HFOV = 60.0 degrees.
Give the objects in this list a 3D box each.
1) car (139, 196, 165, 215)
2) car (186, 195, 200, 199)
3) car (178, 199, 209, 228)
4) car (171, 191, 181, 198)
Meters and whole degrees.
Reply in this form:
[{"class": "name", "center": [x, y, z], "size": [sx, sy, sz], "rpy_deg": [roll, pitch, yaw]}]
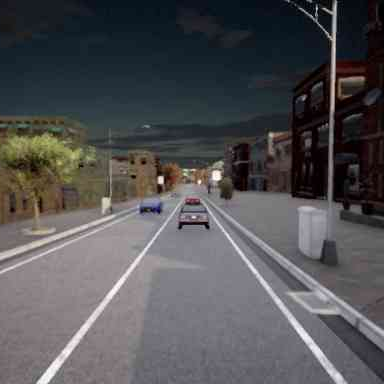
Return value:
[{"class": "car", "center": [-3.595, 1.189, 30.288], "size": [1.882, 1.535, 5.008], "rpy_deg": [0, 1, 0]}, {"class": "car", "center": [0.101, 1.090, 42.939], "size": [1.895, 1.301, 4.718], "rpy_deg": [0, 1, 0]}, {"class": "car", "center": [0.099, 1.401, 20.717], "size": [2.033, 1.411, 5.357], "rpy_deg": [0, 1, 0]}, {"class": "car", "center": [-3.461, 0.534, 71.436], "size": [1.994, 1.385, 4.181], "rpy_deg": [0, 1, 0]}]
